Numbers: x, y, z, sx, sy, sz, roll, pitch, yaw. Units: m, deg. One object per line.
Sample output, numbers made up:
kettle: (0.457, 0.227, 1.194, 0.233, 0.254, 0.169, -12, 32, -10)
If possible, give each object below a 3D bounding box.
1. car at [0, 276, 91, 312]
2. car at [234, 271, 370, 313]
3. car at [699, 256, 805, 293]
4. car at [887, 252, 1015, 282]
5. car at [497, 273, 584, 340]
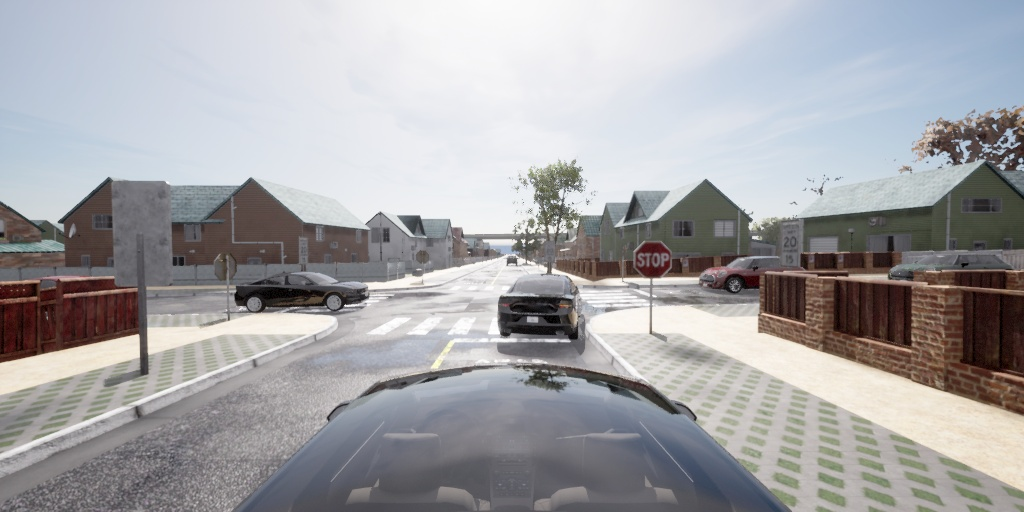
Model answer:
car: (-18.021, 1.545, 14.622, 5.008, 1.535, 1.882, -1, 2, 0)
car: (-8.468, 1.375, 14.685, 5.008, 1.535, 1.882, -1, 2, 0)
car: (11.807, 0.818, 17.767, 4.553, 1.767, 2.097, -1, 2, 0)
car: (21.702, 0.644, 17.838, 4.553, 1.767, 2.097, -1, 2, 0)
car: (0.958, 1.223, 10.158, 1.882, 1.535, 5.008, 0, 0, 12)
